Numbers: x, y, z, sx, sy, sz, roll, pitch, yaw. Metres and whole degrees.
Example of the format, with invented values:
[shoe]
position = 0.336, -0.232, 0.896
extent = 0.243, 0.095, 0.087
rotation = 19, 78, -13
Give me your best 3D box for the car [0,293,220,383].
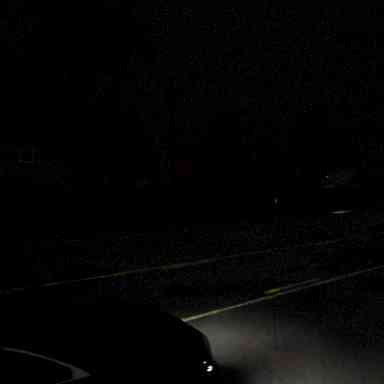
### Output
[car]
position = -1.993, 1.507, 2.331
extent = 4.892, 1.490, 1.837
rotation = -1, 0, -35
